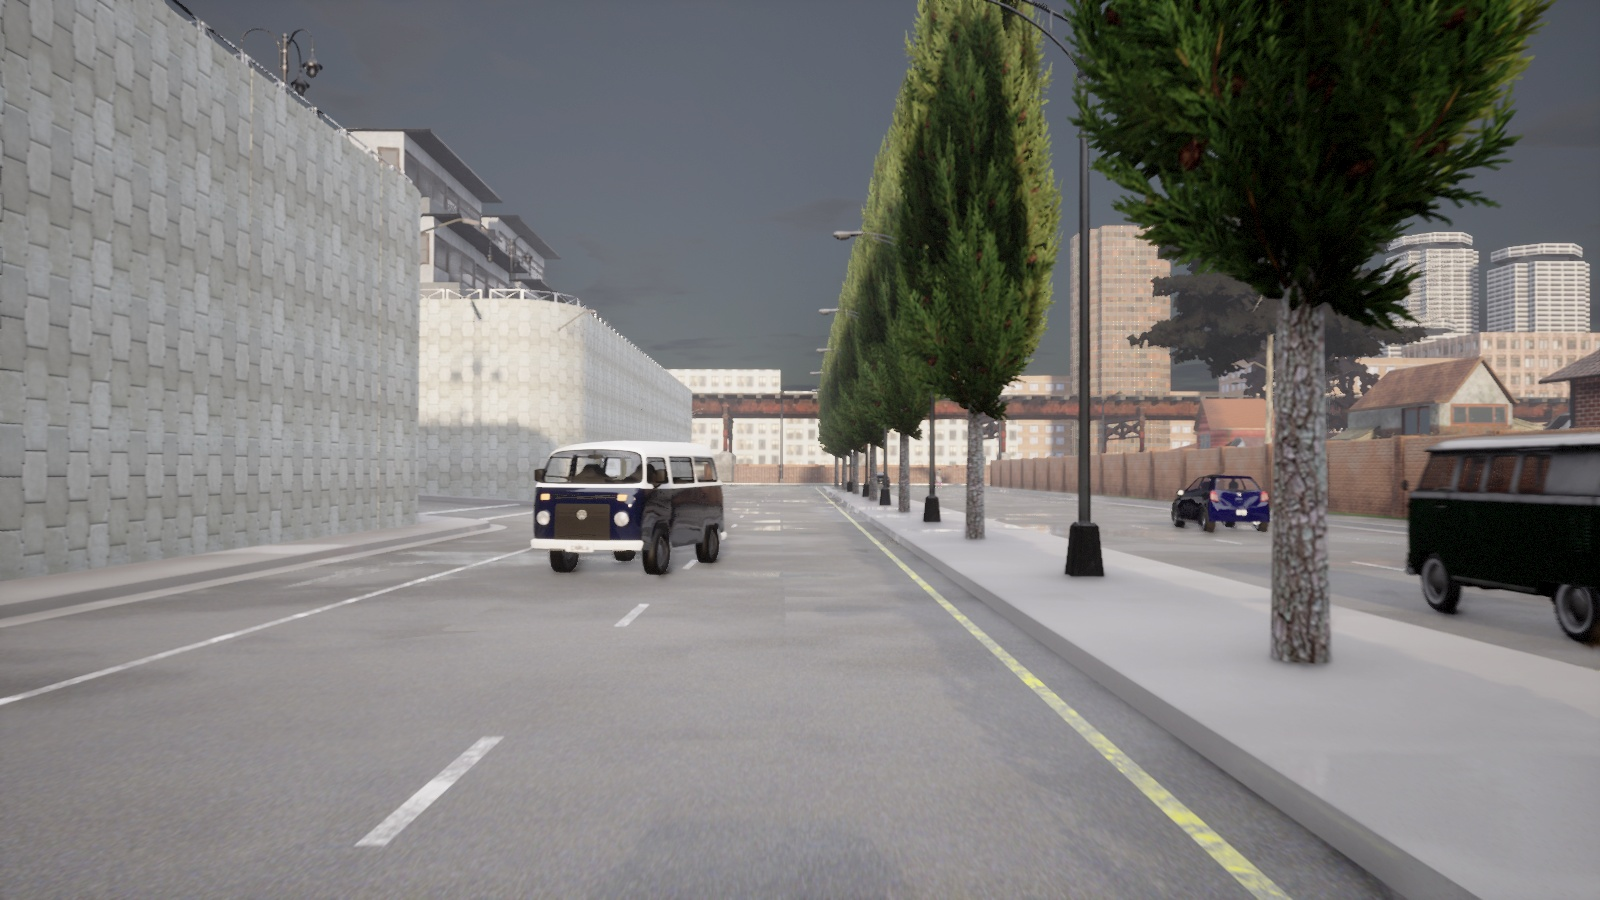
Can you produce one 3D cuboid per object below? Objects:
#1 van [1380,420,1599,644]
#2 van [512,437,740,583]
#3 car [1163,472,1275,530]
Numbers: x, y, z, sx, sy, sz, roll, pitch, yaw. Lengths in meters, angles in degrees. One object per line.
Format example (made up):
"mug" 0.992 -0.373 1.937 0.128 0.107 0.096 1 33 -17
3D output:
"van" 7.967 0.755 13.084 1.775 1.987 4.442 0 -1 0
"van" -2.600 0.883 20.012 2.069 2.038 4.480 0 -1 14
"car" 11.416 1.360 34.454 1.845 1.501 3.633 0 -1 0
